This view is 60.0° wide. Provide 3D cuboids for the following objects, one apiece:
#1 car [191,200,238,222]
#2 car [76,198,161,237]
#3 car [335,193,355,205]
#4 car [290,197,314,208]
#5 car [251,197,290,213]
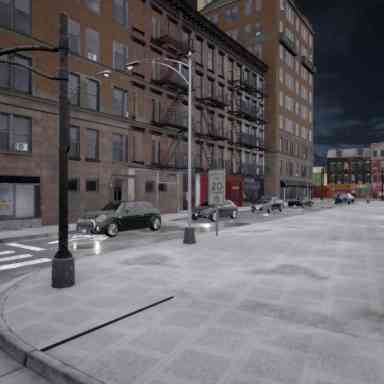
[{"bbox_3d":[1.706,1.304,24.781,1.837,1.490,4.892,0,1,36],"label":"car"},{"bbox_3d":[-3.699,1.218,17.308,2.097,1.767,4.553,0,1,37],"label":"car"},{"bbox_3d":[22.840,0.954,49.563,2.097,1.767,4.553,0,1,36],"label":"car"},{"bbox_3d":[13.396,1.268,40.970,1.895,1.301,4.718,0,1,36],"label":"car"},{"bbox_3d":[7.525,1.223,32.869,2.128,1.511,4.902,0,1,36],"label":"car"}]
